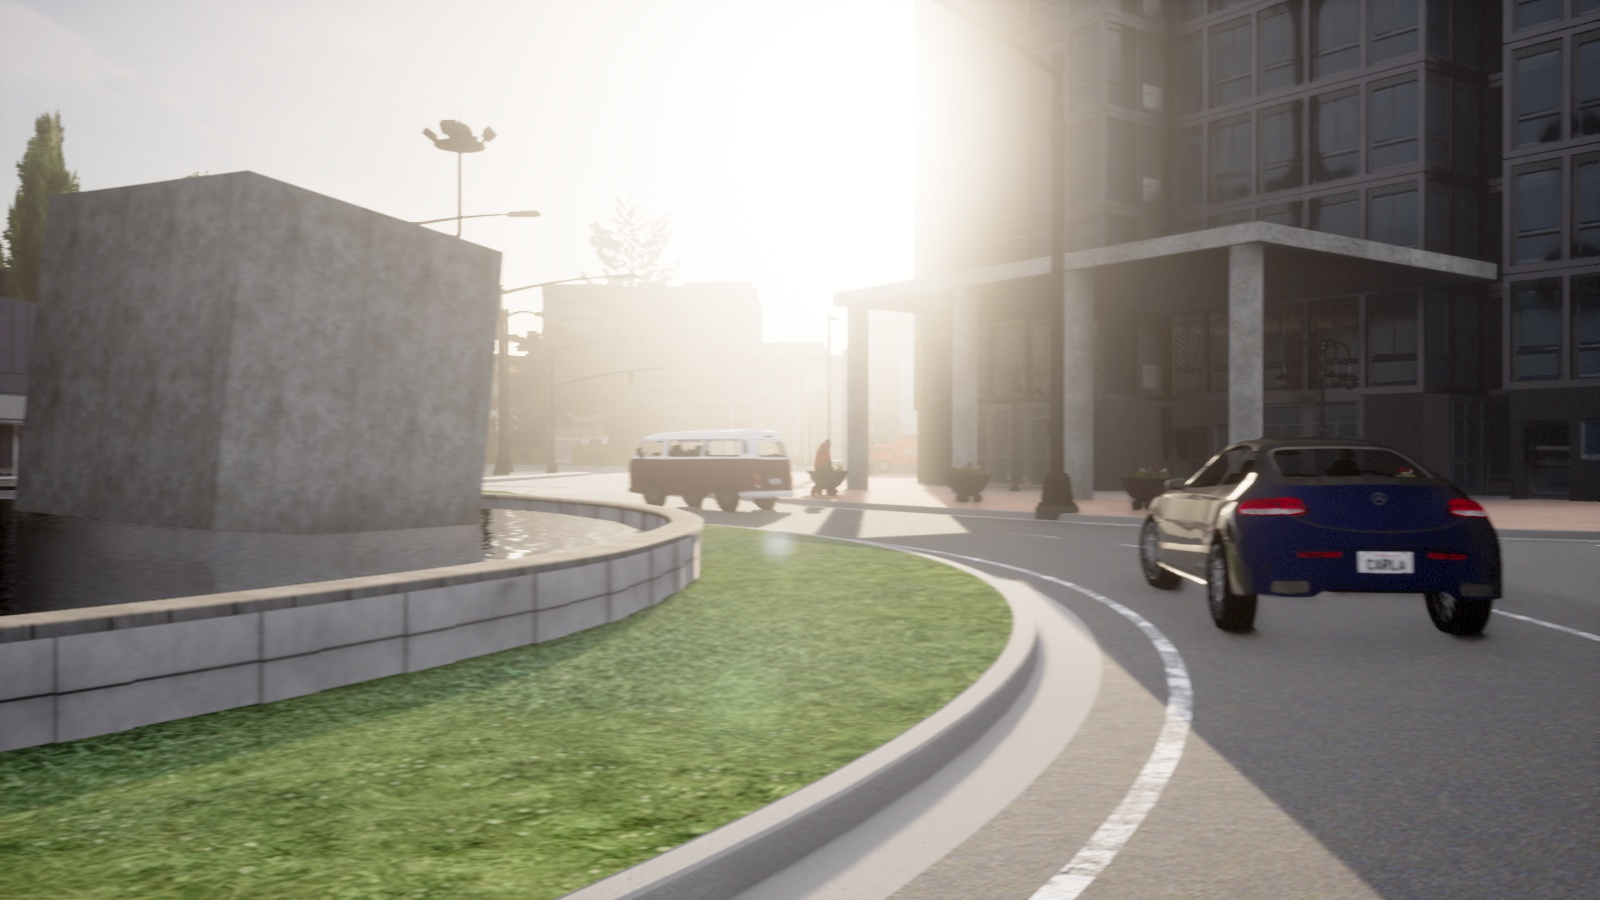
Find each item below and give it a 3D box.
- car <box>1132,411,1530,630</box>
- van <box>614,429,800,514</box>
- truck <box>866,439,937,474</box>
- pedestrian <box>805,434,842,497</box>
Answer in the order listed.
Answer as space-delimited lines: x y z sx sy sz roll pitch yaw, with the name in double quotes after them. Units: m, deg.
4.675 0.533 12.039 2.152 1.651 5.027 0 0 6 "car"
-2.420 0.517 32.122 4.480 2.038 2.069 0 0 37 "van"
7.718 0.501 95.576 5.204 2.467 2.627 1 0 4 "truck"
0.696 0.451 37.032 0.899 1.844 0.634 0 0 34 "pedestrian"
